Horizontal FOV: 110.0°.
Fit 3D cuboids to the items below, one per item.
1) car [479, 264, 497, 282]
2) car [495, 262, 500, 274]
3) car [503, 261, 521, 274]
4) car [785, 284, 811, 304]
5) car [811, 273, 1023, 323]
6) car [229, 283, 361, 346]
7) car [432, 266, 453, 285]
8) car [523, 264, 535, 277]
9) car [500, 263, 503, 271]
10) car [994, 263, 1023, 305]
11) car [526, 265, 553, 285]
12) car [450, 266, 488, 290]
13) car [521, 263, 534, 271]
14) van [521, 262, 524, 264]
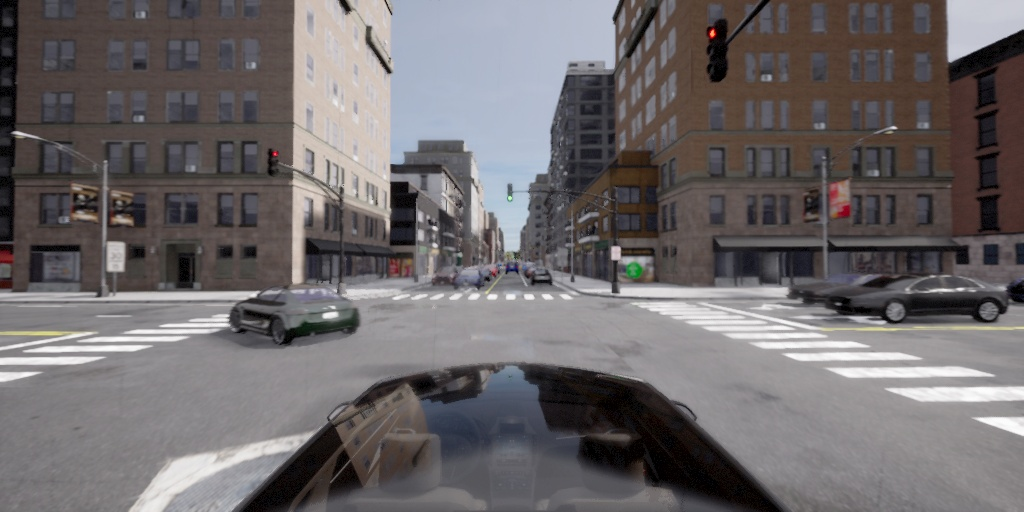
[{"bbox_3d":[-2.996,1.838,36.411,2.033,1.411,5.357,0,-1,0],"label":"car"},{"bbox_3d":[-2.914,1.924,46.362,1.882,1.535,5.008,0,-1,1],"label":"car"},{"bbox_3d":[0.051,1.841,57.226,2.150,2.045,5.566,0,-1,1],"label":"car"},{"bbox_3d":[14.810,1.417,15.158,5.357,1.411,2.033,0,-1,0],"label":"car"},{"bbox_3d":[13.243,1.333,11.907,4.892,1.490,1.837,0,-1,0],"label":"car"},{"bbox_3d":[-6.127,1.464,10.048,4.181,1.385,1.994,-1,-1,35],"label":"car"},{"bbox_3d":[-5.570,1.646,30.708,1.967,1.591,4.097,0,0,0],"label":"car"},{"bbox_3d":[2.511,1.947,41.688,1.802,1.307,4.207,0,0,0],"label":"car"},{"bbox_3d":[-2.803,2.208,56.378,1.895,1.301,4.718,0,-1,0],"label":"car"},{"bbox_3d":[24.099,1.170,15.154,4.553,1.767,2.097,0,-1,0],"label":"car"},{"bbox_3d":[2.455,1.761,30.667,1.948,1.339,4.313,0,0,0],"label":"car"},{"bbox_3d":[-3.073,1.668,26.733,1.812,1.442,4.674,0,-1,1],"label":"car"},{"bbox_3d":[2.539,2.018,47.197,1.948,1.339,4.313,0,0,0],"label":"car"},{"bbox_3d":[2.567,1.881,52.707,1.690,1.789,3.998,0,0,0],"label":"van"}]
